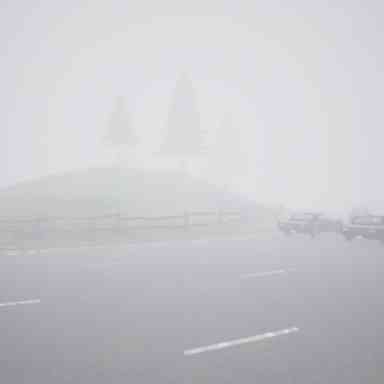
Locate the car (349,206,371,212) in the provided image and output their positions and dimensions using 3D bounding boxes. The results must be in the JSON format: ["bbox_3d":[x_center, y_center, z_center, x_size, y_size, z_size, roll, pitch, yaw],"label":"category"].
[{"bbox_3d":[15.894,2.028,31.442,1.994,1.385,4.181,-1,-1,26],"label":"car"}]

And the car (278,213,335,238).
[{"bbox_3d":[7.204,1.904,19.845,4.718,1.301,1.895,1,-1,-42],"label":"car"}]

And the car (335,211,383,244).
[{"bbox_3d":[9.548,1.855,17.247,4.718,1.301,1.895,1,-1,-42],"label":"car"}]
